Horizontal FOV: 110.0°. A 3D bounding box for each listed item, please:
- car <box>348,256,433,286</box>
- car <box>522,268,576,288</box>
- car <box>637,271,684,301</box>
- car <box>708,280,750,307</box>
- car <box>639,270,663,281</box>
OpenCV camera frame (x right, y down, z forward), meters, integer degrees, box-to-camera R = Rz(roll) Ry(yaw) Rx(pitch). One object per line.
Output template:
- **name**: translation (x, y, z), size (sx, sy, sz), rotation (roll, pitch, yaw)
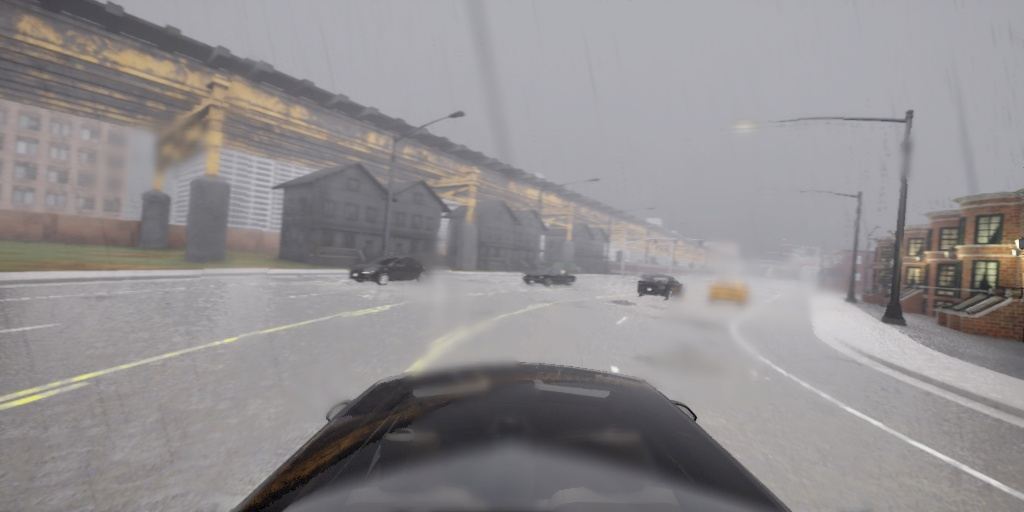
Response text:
- **car**: translation (-6.323, 0.744, 19.297), size (1.837, 1.490, 4.892), rotation (4, 0, 29)
- **car**: translation (2.776, 1.556, 26.323), size (1.895, 1.301, 4.718), rotation (5, 0, 39)
- **car**: translation (9.933, 1.999, 23.746), size (1.882, 1.535, 5.008), rotation (5, 0, 39)
- **car**: translation (14.391, 2.352, 23.649), size (1.882, 1.535, 5.008), rotation (5, 0, 39)
- **car**: translation (20.965, 2.980, 53.961), size (1.994, 1.385, 4.181), rotation (5, 0, 39)
